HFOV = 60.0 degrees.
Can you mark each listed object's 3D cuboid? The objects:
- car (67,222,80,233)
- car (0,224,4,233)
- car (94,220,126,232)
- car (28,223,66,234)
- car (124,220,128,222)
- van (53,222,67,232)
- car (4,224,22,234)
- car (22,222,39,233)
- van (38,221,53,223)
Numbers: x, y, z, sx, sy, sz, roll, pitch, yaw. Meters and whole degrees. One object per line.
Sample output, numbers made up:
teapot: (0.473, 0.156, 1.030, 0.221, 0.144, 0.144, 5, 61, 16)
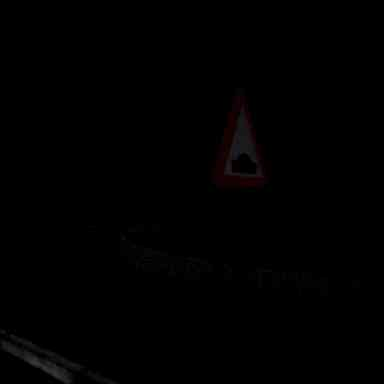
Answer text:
car: (-24.452, 6.894, 62.607, 4.892, 1.521, 2.231, -1, -6, 6)
car: (-30.985, 5.449, 49.041, 4.674, 1.452, 2.002, -1, -6, 5)
car: (-16.489, 7.147, 67.140, 2.150, 2.045, 5.566, -3, -7, 25)
car: (-23.152, 6.011, 53.274, 1.895, 1.301, 4.718, -3, -7, 26)
car: (-20.404, 9.582, 92.441, 2.163, 1.488, 4.792, -1, 0, 10)
van: (-25.651, 6.371, 59.921, 4.442, 1.987, 1.878, -1, -7, 6)
car: (-29.692, 5.747, 51.763, 4.674, 1.452, 2.002, -1, -7, 5)
car: (-28.566, 6.004, 54.494, 5.366, 1.575, 1.946, -1, -6, 6)
van: (-26.958, 6.074, 57.205, 4.442, 1.987, 1.878, -1, -7, 6)
